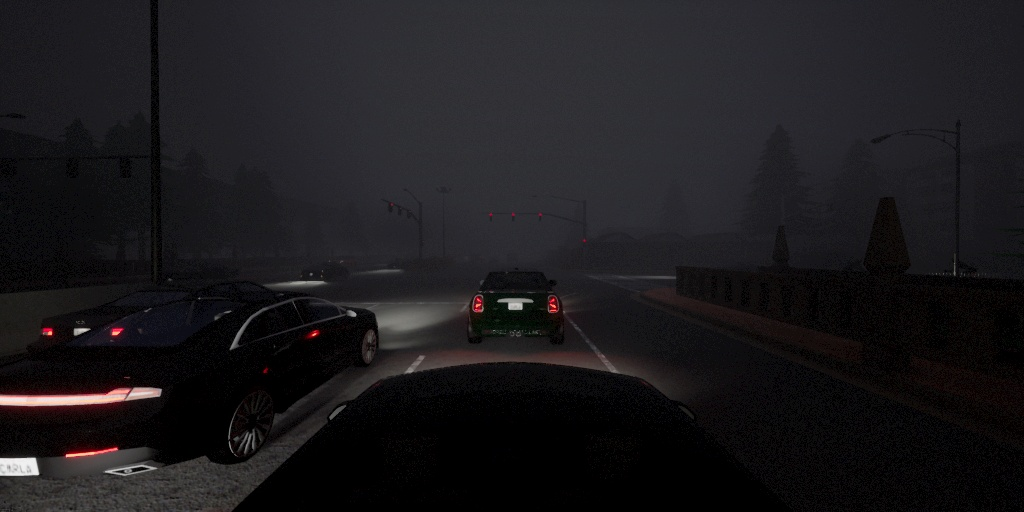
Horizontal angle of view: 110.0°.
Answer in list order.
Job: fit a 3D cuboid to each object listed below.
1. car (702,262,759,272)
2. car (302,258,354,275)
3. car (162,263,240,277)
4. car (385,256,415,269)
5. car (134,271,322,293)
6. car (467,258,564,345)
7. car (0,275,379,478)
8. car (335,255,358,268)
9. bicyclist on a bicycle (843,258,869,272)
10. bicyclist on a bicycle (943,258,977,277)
[{"bbox_3d":[18.066,1.108,29.328,4.718,1.301,1.895,0,1,2],"label":"car"},{"bbox_3d":[-14.100,1.092,27.161,1.994,1.385,4.181,0,1,0],"label":"car"},{"bbox_3d":[-21.101,1.156,24.340,1.895,1.301,4.718,0,1,0],"label":"car"},{"bbox_3d":[-14.049,0.957,44.952,1.895,1.301,4.718,0,1,-1],"label":"car"},{"bbox_3d":[-6.921,1.251,8.294,2.033,1.411,5.357,0,1,0],"label":"car"},{"bbox_3d":[0.142,1.048,9.570,2.097,1.767,4.553,0,1,2],"label":"car"},{"bbox_3d":[-3.437,1.224,4.908,2.128,1.511,4.902,0,1,0],"label":"car"},{"bbox_3d":[-21.099,0.711,44.675,2.097,1.767,4.553,0,1,0],"label":"car"},{"bbox_3d":[17.868,0.911,18.630,0.582,1.620,1.656,0,1,-14],"label":"bicyclist on a bicycle"},{"bbox_3d":[22.202,0.919,17.779,0.582,1.620,1.656,0,0,-35],"label":"bicyclist on a bicycle"}]
